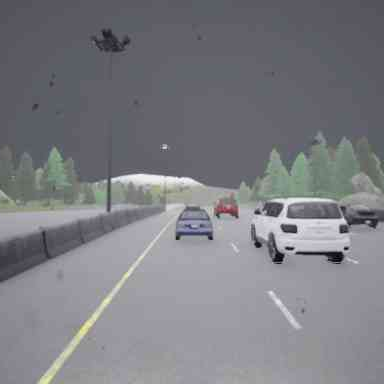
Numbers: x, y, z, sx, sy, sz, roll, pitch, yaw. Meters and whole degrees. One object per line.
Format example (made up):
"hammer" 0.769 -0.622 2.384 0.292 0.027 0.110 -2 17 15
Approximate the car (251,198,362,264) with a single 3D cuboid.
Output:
"car" 3.615 1.237 12.071 2.150 2.045 5.566 0 0 0

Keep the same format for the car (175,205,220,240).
"car" 0.105 1.602 17.414 2.033 1.411 5.357 0 0 0

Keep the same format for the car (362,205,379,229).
"car" 10.606 1.598 22.470 1.837 1.490 4.892 0 -1 0

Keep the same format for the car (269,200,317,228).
"car" 7.106 1.466 23.919 2.097 1.767 4.553 0 -1 0

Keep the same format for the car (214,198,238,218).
"car" 3.600 1.693 35.657 2.150 2.045 5.566 0 -2 0

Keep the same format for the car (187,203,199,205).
"car" 0.112 2.082 40.082 1.882 1.535 5.008 0 -2 0
